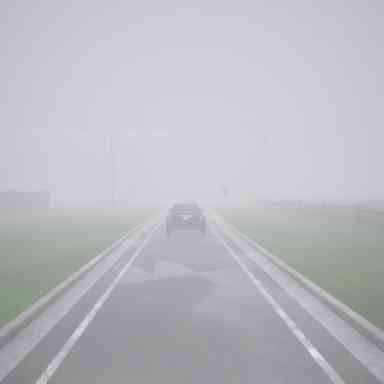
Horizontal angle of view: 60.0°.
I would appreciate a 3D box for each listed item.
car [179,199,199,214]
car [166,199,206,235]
[{"bbox_3d":[-0.289,1.531,36.917,2.033,1.411,5.357,-1,0,0],"label":"car"},{"bbox_3d":[-0.319,1.346,19.035,2.097,1.767,4.553,-1,0,0],"label":"car"}]
